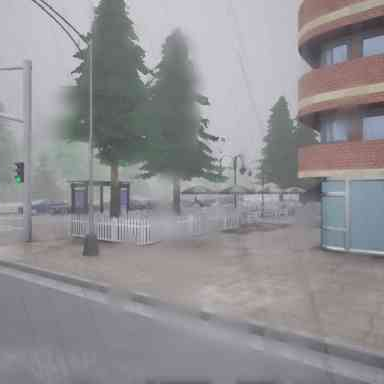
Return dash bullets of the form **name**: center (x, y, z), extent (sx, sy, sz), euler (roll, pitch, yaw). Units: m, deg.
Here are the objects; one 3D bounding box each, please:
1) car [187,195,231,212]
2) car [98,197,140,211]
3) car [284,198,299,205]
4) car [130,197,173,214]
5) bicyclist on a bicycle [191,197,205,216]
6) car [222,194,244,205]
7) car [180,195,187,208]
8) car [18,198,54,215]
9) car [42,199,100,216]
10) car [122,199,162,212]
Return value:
- **car**: center (1.946, 1.449, 37.258), extent (1.837, 1.490, 4.892), euler (0, 0, 39)
- **car**: center (-8.832, 1.422, 40.636), extent (1.882, 1.535, 5.008), euler (0, 0, 38)
- **car**: center (16.526, 1.545, 52.005), extent (4.718, 1.301, 1.895), euler (0, 0, -21)
- **car**: center (-4.298, 1.545, 34.893), extent (1.895, 1.301, 4.718), euler (0, 0, 36)
- **bicyclist on a bicycle**: center (0.434, 1.245, 27.308), extent (1.656, 1.620, 0.582), euler (0, 0, 36)
- **car**: center (6.058, 1.166, 54.934), extent (5.566, 2.045, 2.150), euler (0, 0, -31)
- **car**: center (0.830, 1.508, 46.488), extent (4.181, 1.385, 1.994), euler (0, 0, -43)
- **car**: center (-14.551, 1.422, 32.967), extent (1.882, 1.535, 5.008), euler (0, 0, 36)
- **car**: center (-11.254, 1.545, 31.572), extent (1.895, 1.301, 4.718), euler (0, 0, 36)
- **car**: center (-5.784, 1.545, 38.931), extent (1.895, 1.301, 4.718), euler (0, 0, 37)
